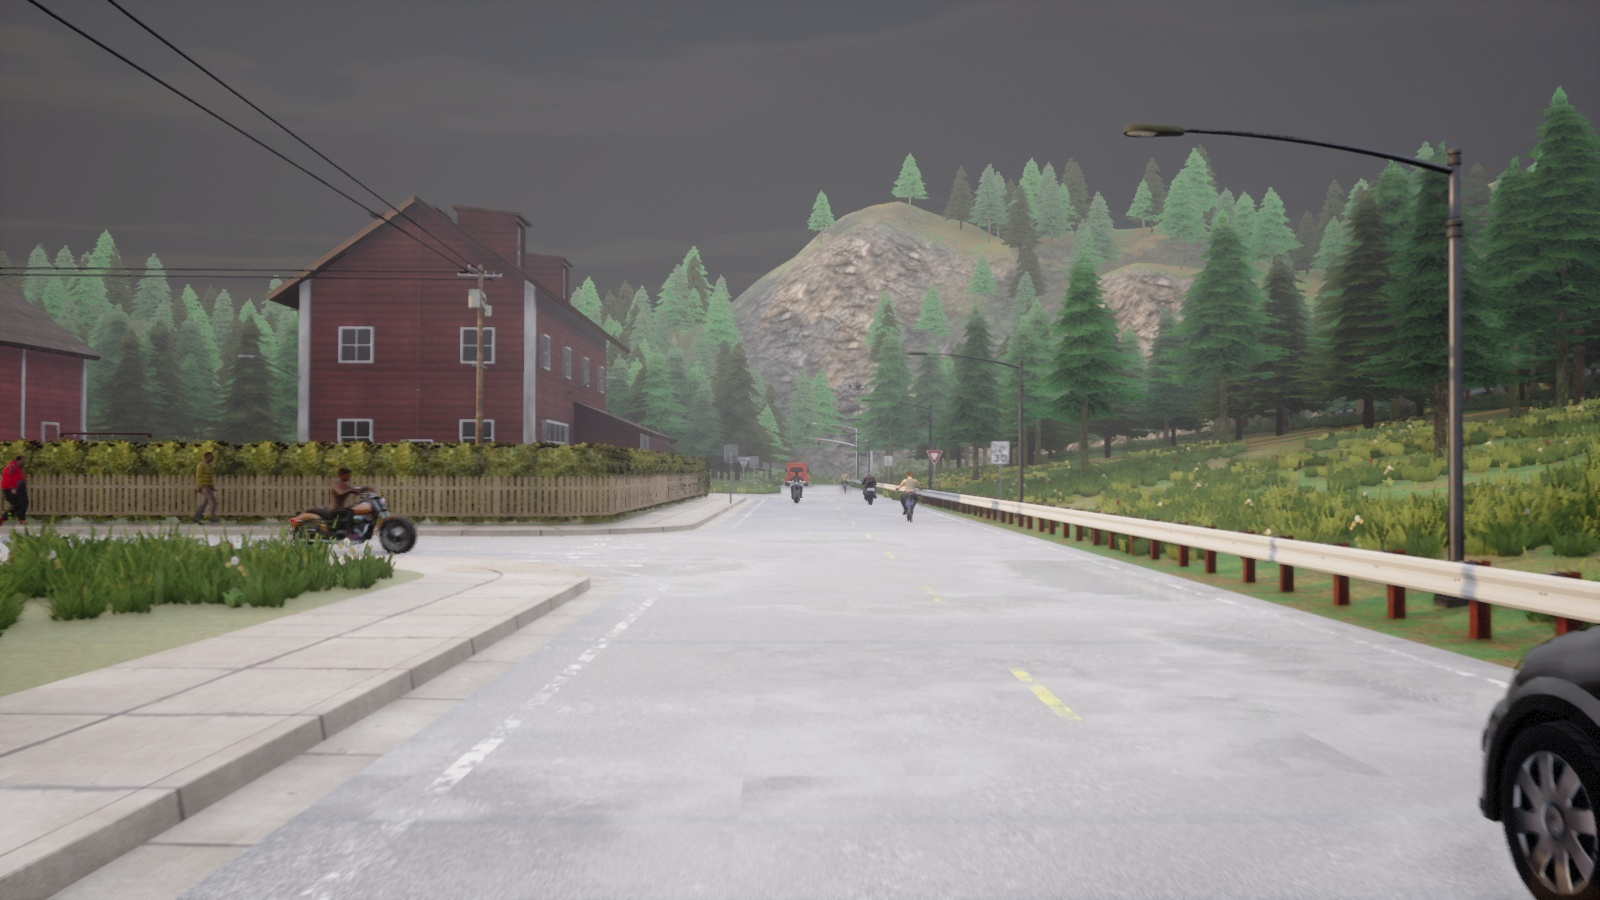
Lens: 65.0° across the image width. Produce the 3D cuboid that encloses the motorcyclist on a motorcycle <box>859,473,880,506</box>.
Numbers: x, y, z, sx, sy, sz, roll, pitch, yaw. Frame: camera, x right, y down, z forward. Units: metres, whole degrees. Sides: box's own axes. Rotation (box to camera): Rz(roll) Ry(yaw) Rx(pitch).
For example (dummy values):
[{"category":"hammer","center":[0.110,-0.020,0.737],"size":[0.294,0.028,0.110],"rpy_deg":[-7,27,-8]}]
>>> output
[{"category":"motorcyclist on a motorcycle","center":[3.353,1.878,60.440],"size":[0.866,1.530,2.191],"rpy_deg":[0,-1,0]}]

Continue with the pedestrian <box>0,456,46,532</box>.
[{"category":"pedestrian","center":[-19.236,1.081,30.949],"size":[0.899,1.844,0.634],"rpy_deg":[0,-1,-3]}]

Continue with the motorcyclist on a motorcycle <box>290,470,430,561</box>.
[{"category":"motorcyclist on a motorcycle","center":[-8.186,1.202,23.424],"size":[2.350,1.649,0.766],"rpy_deg":[0,0,3]}]

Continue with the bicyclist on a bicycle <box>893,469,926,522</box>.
[{"category":"bicyclist on a bicycle","center":[3.401,1.412,39.098],"size":[0.866,1.612,1.509],"rpy_deg":[0,-1,0]}]

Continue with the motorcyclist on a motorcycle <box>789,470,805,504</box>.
[{"category":"motorcyclist on a motorcycle","center":[-0.152,1.841,62.374],"size":[0.766,1.649,2.350],"rpy_deg":[0,-1,0]}]

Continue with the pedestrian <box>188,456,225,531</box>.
[{"category":"pedestrian","center":[-14.627,1.063,30.968],"size":[0.709,1.840,0.431],"rpy_deg":[0,-1,-4]}]

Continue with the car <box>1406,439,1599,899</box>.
[{"category":"car","center":[3.491,0.756,3.295],"size":[1.851,1.617,3.988],"rpy_deg":[0,-1,0]}]
